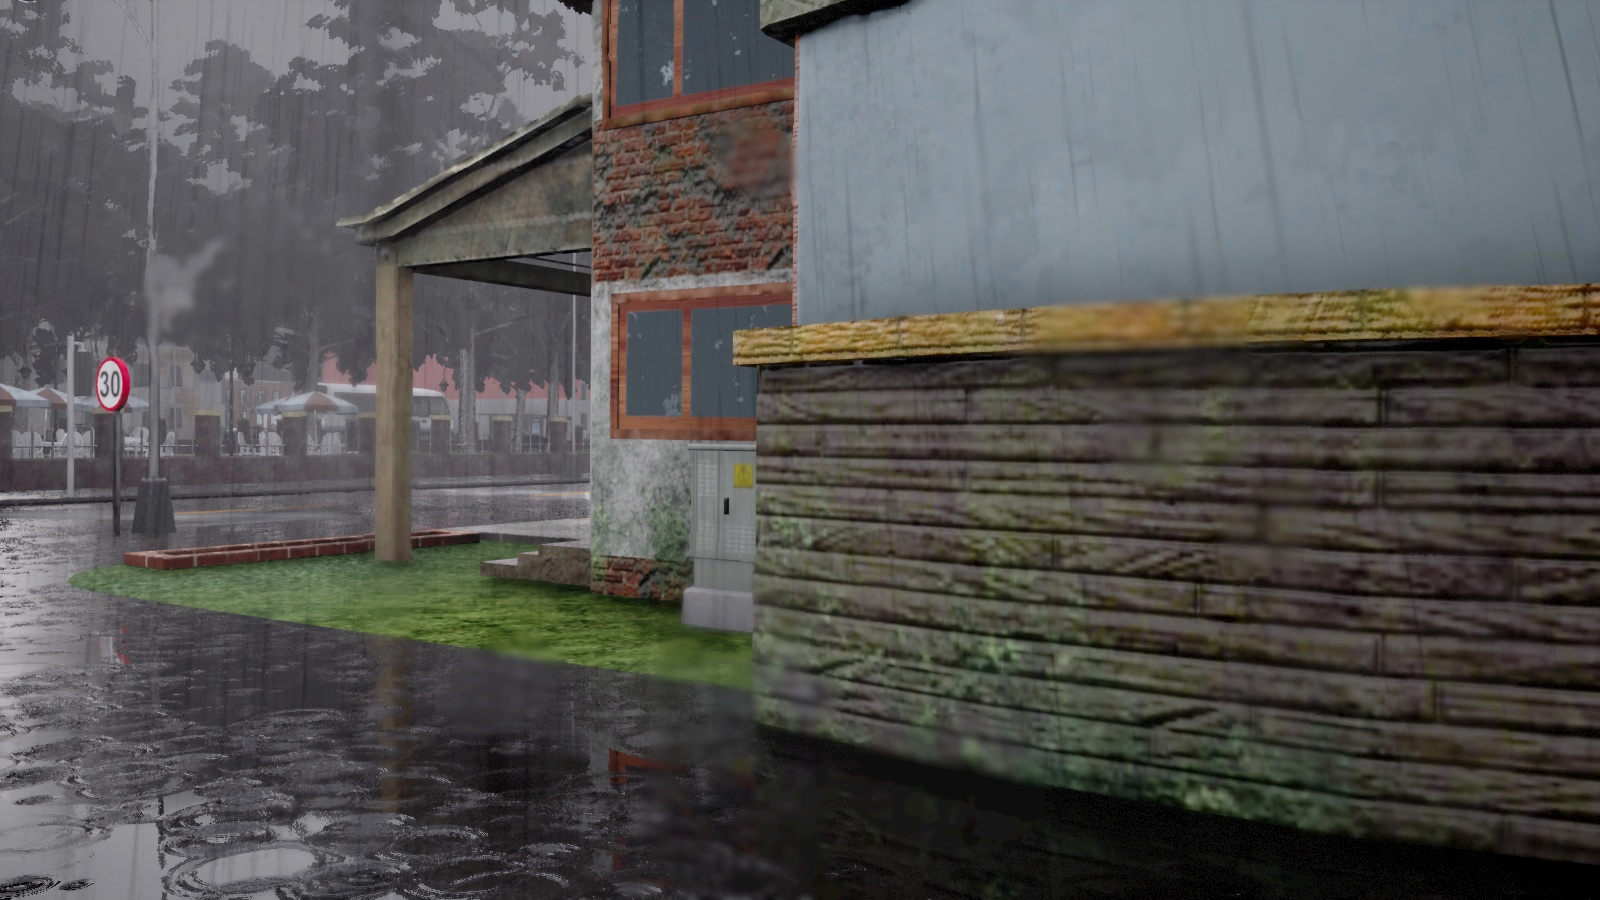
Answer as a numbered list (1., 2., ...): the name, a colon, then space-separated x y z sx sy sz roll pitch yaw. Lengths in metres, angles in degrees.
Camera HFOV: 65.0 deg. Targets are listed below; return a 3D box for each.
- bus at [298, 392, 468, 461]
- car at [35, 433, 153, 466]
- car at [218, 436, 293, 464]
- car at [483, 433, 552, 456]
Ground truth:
1. bus: -27.106 -1.524 82.317 3.944 4.253 10.273 0 1 33
2. car: -37.409 -0.063 66.680 2.152 1.651 5.027 0 1 33
3. car: -32.264 -0.015 74.493 1.789 1.549 3.705 0 1 33
4. car: -20.658 -0.409 92.079 2.033 1.649 4.856 0 1 33
